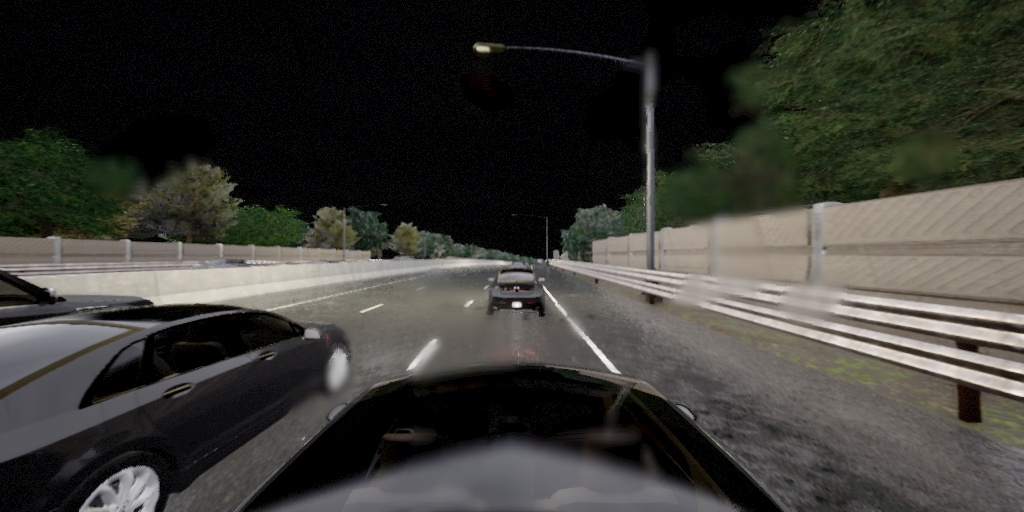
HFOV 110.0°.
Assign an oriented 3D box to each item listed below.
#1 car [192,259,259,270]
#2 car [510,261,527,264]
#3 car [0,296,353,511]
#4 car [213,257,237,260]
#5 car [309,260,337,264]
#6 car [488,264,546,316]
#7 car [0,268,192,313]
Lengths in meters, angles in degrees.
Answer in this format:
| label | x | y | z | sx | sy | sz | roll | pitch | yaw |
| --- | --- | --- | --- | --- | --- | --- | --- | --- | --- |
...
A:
| label | x | y | z | sx | sy | sz | roll | pitch | yaw |
| --- | --- | --- | --- | --- | --- | --- | --- | --- | --- |
| car | -20.803 | 1.200 | 26.872 | 2.033 | 1.411 | 5.357 | 0 | 0 | 1 |
| car | 0.658 | 1.212 | 37.462 | 1.994 | 1.385 | 4.181 | 0 | 0 | 2 |
| car | -3.387 | 1.243 | 3.654 | 1.837 | 1.490 | 4.892 | 0 | 0 | 0 |
| car | -24.204 | 0.981 | 29.973 | 2.097 | 1.767 | 4.553 | 2 | -1 | 2 |
| car | -17.171 | 1.155 | 32.252 | 1.837 | 1.490 | 4.892 | 0 | 0 | 2 |
| car | 0.171 | 1.197 | 13.096 | 1.837 | 1.490 | 4.892 | 0 | 0 | 1 |
| car | -6.890 | 0.958 | 3.663 | 2.150 | 2.045 | 5.566 | 0 | 0 | 0 |
